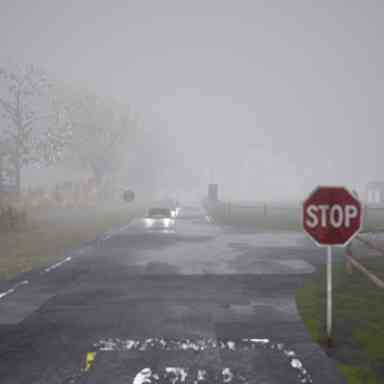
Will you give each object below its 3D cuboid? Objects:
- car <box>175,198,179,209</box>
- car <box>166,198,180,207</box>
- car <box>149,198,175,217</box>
[{"bbox_3d":[-2.944,1.496,41.048,1.837,1.490,4.892,0,0,0],"label":"car"},{"bbox_3d":[-2.950,1.578,51.628,1.895,1.301,4.718,0,0,0],"label":"car"},{"bbox_3d":[-2.924,1.477,31.364,1.882,1.535,5.008,0,0,0],"label":"car"}]
